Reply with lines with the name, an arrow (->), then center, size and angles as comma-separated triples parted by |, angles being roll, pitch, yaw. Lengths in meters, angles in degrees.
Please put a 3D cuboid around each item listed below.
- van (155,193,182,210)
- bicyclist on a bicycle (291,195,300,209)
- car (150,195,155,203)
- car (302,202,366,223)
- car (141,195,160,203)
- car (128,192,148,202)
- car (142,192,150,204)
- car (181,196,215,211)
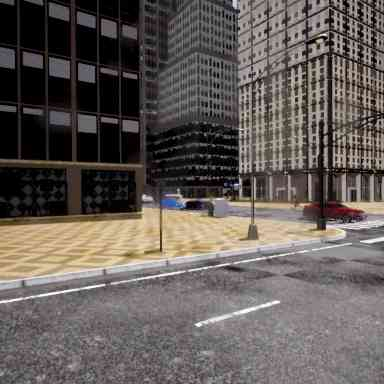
van -> -2.405, 1.211, 39.494 | 1.690, 1.788, 3.998 | 0, 0, -34
bicyclist on a bicycle -> 11.983, 1.119, 38.402 | 1.656, 1.620, 0.582 | -1, 1, -34
car -> -4.746, 1.036, 57.956 | 2.192, 1.841, 5.009 | 0, 0, -34
car -> 10.604, 1.463, 25.110 | 1.812, 1.442, 4.674 | -1, 1, -36
car -> -7.843, 1.239, 62.551 | 1.887, 1.381, 4.507 | 0, 0, -34
car -> -10.940, 0.983, 67.143 | 2.192, 1.841, 5.009 | 0, 0, -34
car -> -8.568, 1.254, 58.986 | 1.812, 1.442, 4.674 | -1, 1, -34
car -> 1.002, 1.423, 39.075 | 1.994, 1.385, 4.181 | -1, 1, -34
